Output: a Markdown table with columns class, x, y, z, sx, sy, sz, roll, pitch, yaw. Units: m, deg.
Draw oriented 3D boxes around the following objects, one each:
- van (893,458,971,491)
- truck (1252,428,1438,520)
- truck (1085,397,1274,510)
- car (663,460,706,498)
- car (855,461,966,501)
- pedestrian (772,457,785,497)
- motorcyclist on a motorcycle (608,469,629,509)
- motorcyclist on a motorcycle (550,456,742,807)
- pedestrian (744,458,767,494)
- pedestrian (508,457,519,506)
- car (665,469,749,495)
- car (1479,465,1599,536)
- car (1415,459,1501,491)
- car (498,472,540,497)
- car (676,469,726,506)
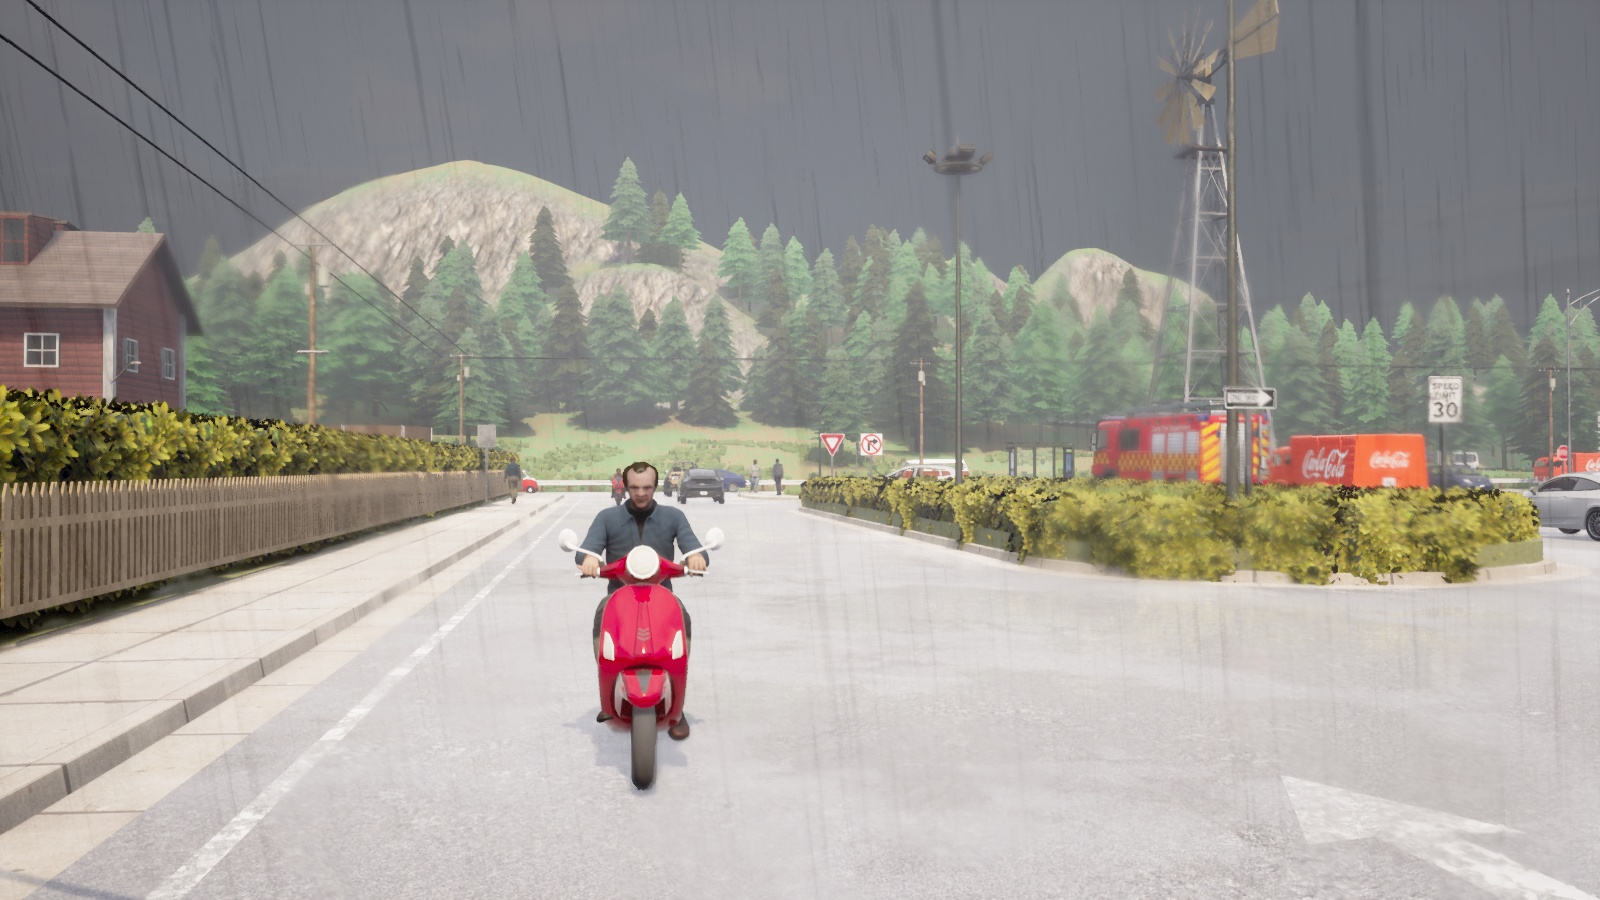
| class | x | y | z | sx | sy | sz | roll | pitch | yaw |
| --- | --- | --- | --- | --- | --- | --- | --- | --- | --- |
| van | 8.192 | 1.515 | 78.055 | 4.480 | 2.038 | 2.069 | 0 | -1 | -8 |
| truck | 15.742 | 0.682 | 36.715 | 2.627 | 2.467 | 5.204 | 0 | -1 | -8 |
| truck | 13.911 | 0.158 | 46.998 | 2.891 | 3.827 | 8.468 | 0 | -1 | -13 |
| car | -6.174 | 1.570 | 66.608 | 1.932 | 1.855 | 4.605 | 0 | -3 | -9 |
| car | 4.821 | 1.345 | 54.410 | 4.611 | 1.667 | 2.242 | -1 | -1 | 10 |
| pedestrian | -1.067 | 1.299 | 61.172 | 0.423 | 1.949 | 0.788 | 0 | -1 | -15 |
| motorcyclist on a motorcycle | -7.150 | 1.523 | 49.571 | 0.797 | 1.523 | 2.044 | 0 | -1 | -8 |
| motorcyclist on a motorcycle | -0.840 | 0.863 | 6.695 | 0.866 | 1.590 | 1.817 | 0 | -2 | -8 |
| pedestrian | -2.371 | 1.380 | 66.404 | 0.874 | 1.855 | 0.900 | 0 | -1 | -28 |
| pedestrian | -10.947 | 1.208 | 47.950 | 0.370 | 1.835 | 0.726 | 0 | -1 | -9 |
| car | -5.581 | 1.899 | 75.384 | 4.674 | 1.442 | 1.812 | 0 | -1 | -23 |
| car | 17.195 | 1.056 | 27.343 | 1.812 | 1.442 | 4.674 | 0 | -1 | -8 |
| car | 33.949 | 1.285 | 64.898 | 1.851 | 1.617 | 3.988 | 0 | -1 | -10 |
| car | -15.905 | 1.961 | 71.096 | 2.207 | 1.376 | 1.481 | -1 | -1 | -8 |
| car | -4.333 | 1.588 | 54.465 | 1.837 | 1.490 | 4.892 | 0 | 0 | -8 |
